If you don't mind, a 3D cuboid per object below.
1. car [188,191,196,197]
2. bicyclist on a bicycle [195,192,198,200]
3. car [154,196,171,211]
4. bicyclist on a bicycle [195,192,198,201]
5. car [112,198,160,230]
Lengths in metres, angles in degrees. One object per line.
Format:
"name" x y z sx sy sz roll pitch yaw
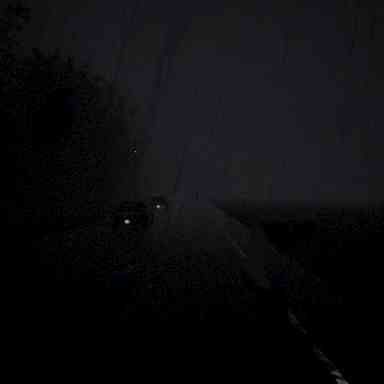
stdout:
"car" -0.027 0.504 88.740 2.097 1.767 4.553 0 0 0
"bicyclist on a bicycle" 0.941 0.869 71.719 0.582 1.620 1.656 0 0 0
"car" -3.414 1.208 36.239 1.837 1.490 4.892 0 0 0
"bicyclist on a bicycle" 0.943 0.859 62.795 0.659 1.776 1.843 0 1 0
"car" -3.406 1.328 19.876 2.128 1.511 4.902 0 0 0
